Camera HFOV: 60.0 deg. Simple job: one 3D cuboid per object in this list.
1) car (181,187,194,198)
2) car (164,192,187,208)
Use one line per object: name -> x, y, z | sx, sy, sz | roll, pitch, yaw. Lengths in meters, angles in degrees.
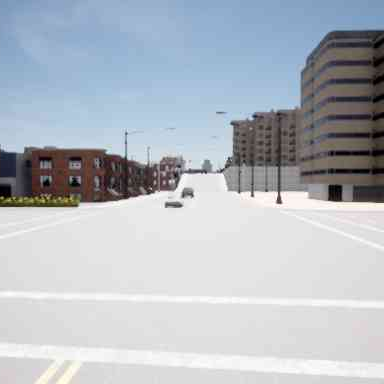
car -> -0.747, 0.068, 61.694 | 2.150, 2.045, 5.566 | 0, 1, 3
car -> -1.905, 1.013, 36.302 | 1.895, 1.301, 4.718 | 0, 1, 3
